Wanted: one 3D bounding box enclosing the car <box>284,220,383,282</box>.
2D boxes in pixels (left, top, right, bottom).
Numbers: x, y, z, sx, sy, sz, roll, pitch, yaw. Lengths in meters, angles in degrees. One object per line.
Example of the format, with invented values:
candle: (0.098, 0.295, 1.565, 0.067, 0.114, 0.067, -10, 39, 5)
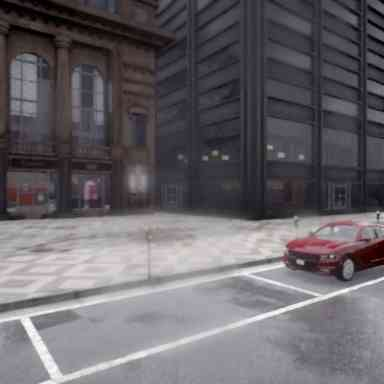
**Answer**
car: (4.610, 1.552, 9.821, 4.507, 1.381, 1.887, 0, 0, -36)
